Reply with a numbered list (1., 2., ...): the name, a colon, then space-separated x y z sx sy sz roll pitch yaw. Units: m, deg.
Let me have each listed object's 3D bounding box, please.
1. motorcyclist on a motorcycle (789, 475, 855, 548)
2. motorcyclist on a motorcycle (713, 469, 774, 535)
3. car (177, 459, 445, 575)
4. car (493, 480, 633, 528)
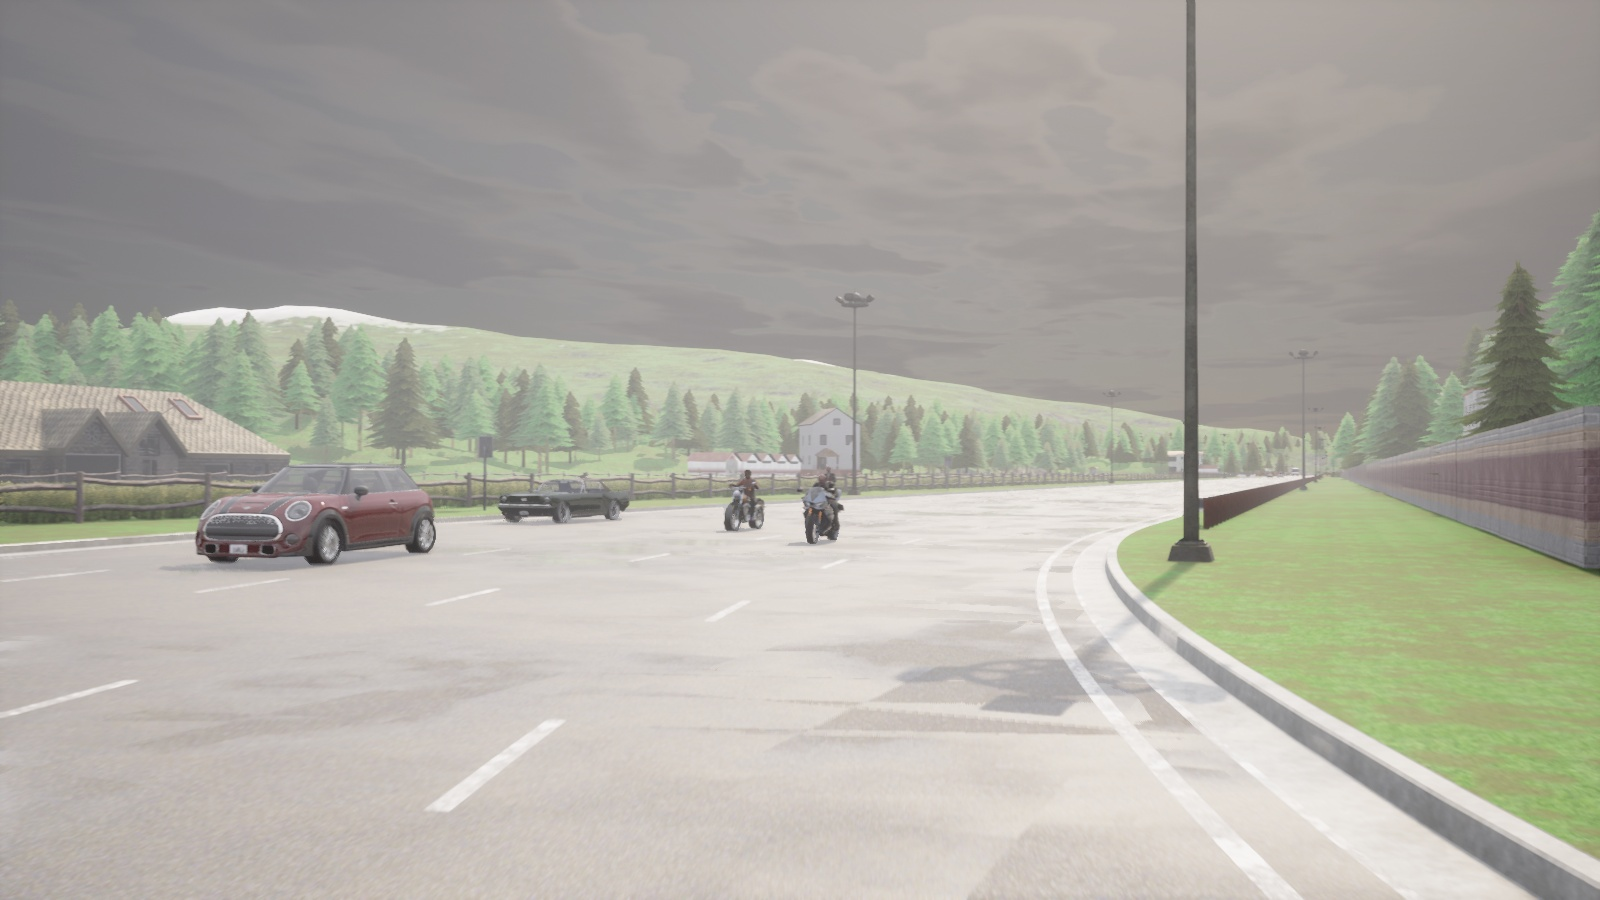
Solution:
1. motorcyclist on a motorcycle: 0.510 1.309 27.566 0.866 1.530 2.191 0 -1 17
2. motorcyclist on a motorcycle: -1.446 1.318 32.744 0.766 1.649 2.350 0 -1 20
3. car: -8.223 1.064 21.671 2.097 1.767 4.553 0 -1 13
4. car: -7.037 1.573 37.834 1.895 1.301 4.718 -1 -1 22
